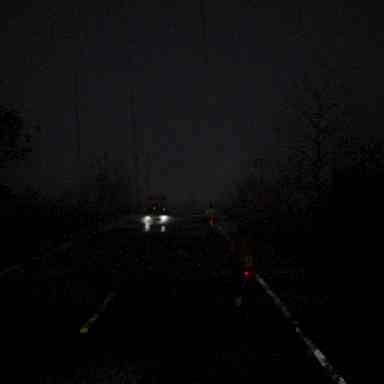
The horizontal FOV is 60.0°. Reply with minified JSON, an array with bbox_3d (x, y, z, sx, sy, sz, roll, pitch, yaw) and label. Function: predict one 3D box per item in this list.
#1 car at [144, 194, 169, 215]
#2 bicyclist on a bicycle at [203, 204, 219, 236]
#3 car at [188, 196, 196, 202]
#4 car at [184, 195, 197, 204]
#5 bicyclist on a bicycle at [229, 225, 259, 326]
[{"bbox_3d":[-3.602,1.225,34.687,2.150,2.045,5.566,0,0,0],"label":"car"},{"bbox_3d":[0.988,1.433,17.390,0.866,1.612,1.509,0,0,0],"label":"bicyclist on a bicycle"},{"bbox_3d":[-0.001,1.644,77.723,1.895,1.301,4.718,0,0,0],"label":"car"},{"bbox_3d":[0.011,1.574,63.789,2.033,1.411,5.357,0,0,0],"label":"car"},{"bbox_3d":[0.960,1.451,6.117,0.582,1.620,1.656,0,0,0],"label":"bicyclist on a bicycle"}]
